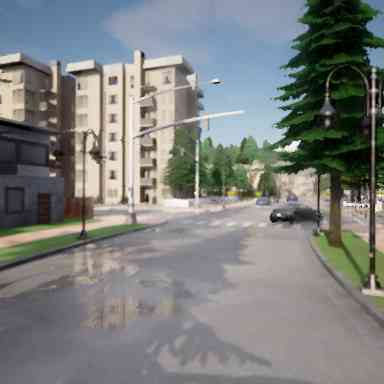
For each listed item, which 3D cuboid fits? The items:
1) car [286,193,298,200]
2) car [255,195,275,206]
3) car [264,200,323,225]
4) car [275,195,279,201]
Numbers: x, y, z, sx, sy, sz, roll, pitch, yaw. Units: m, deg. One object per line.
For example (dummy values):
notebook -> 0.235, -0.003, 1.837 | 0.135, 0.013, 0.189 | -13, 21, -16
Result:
car -> 20.244, 1.072, 67.007 | 2.097, 1.767, 4.553 | 0, 0, 20
car -> 11.297, 1.440, 52.577 | 2.033, 1.411, 5.357 | 0, 0, 20
car -> 7.541, 1.523, 23.839 | 4.181, 1.385, 1.994 | 0, 0, -37
car -> 16.499, 1.430, 66.940 | 2.128, 1.511, 4.902 | 0, 0, 20
